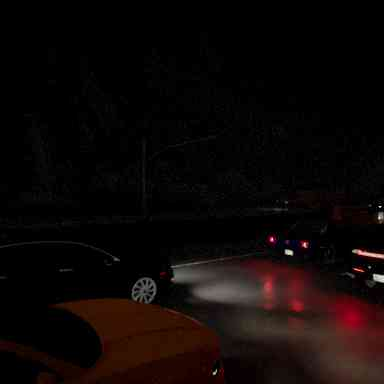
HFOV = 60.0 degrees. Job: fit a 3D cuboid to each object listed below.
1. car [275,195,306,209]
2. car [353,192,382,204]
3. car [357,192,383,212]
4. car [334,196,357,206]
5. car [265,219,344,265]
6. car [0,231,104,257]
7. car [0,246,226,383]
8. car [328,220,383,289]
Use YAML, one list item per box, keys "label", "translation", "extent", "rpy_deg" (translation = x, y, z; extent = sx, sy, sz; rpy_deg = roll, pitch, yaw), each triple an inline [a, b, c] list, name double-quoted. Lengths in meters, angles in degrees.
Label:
- label: "car"
  translation: [13.074, 1.233, 44.081]
  extent: [4.553, 1.767, 2.097]
  rpy_deg: [0, 0, -36]
- label: "car"
  translation: [29.800, 0.990, 56.404]
  extent: [5.566, 2.045, 2.150]
  rpy_deg: [0, 0, -36]
- label: "car"
  translation: [21.113, 1.092, 36.968]
  extent: [5.566, 2.045, 2.150]
  rpy_deg: [0, 0, -36]
- label: "car"
  translation: [18.439, 1.438, 39.343]
  extent: [4.181, 1.385, 1.994]
  rpy_deg: [0, 0, -36]
- label: "car"
  translation: [4.818, 1.590, 11.652]
  extent: [4.718, 1.301, 1.895]
  rpy_deg: [0, 0, -36]
- label: "car"
  translation: [-2.620, 1.504, 6.176]
  extent: [4.892, 1.490, 1.837]
  rpy_deg: [0, 0, -36]
- label: "car"
  translation: [-1.969, 1.477, 2.320]
  extent: [5.008, 1.535, 1.882]
  rpy_deg: [0, 0, -36]
- label: "car"
  translation: [5.678, 1.483, 7.946]
  extent: [4.902, 1.511, 2.128]
  rpy_deg: [0, 0, -36]
